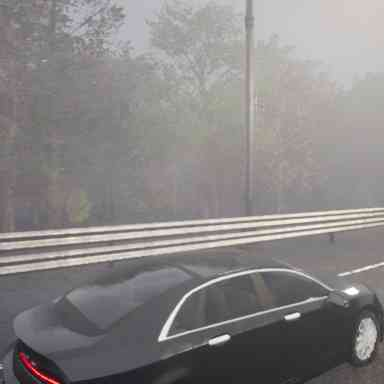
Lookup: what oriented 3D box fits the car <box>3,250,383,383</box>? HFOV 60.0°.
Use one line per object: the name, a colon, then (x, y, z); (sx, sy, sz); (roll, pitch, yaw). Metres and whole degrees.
car: (0.491, 1.495, 4.106); (4.892, 1.490, 1.837); (0, 0, -36)
